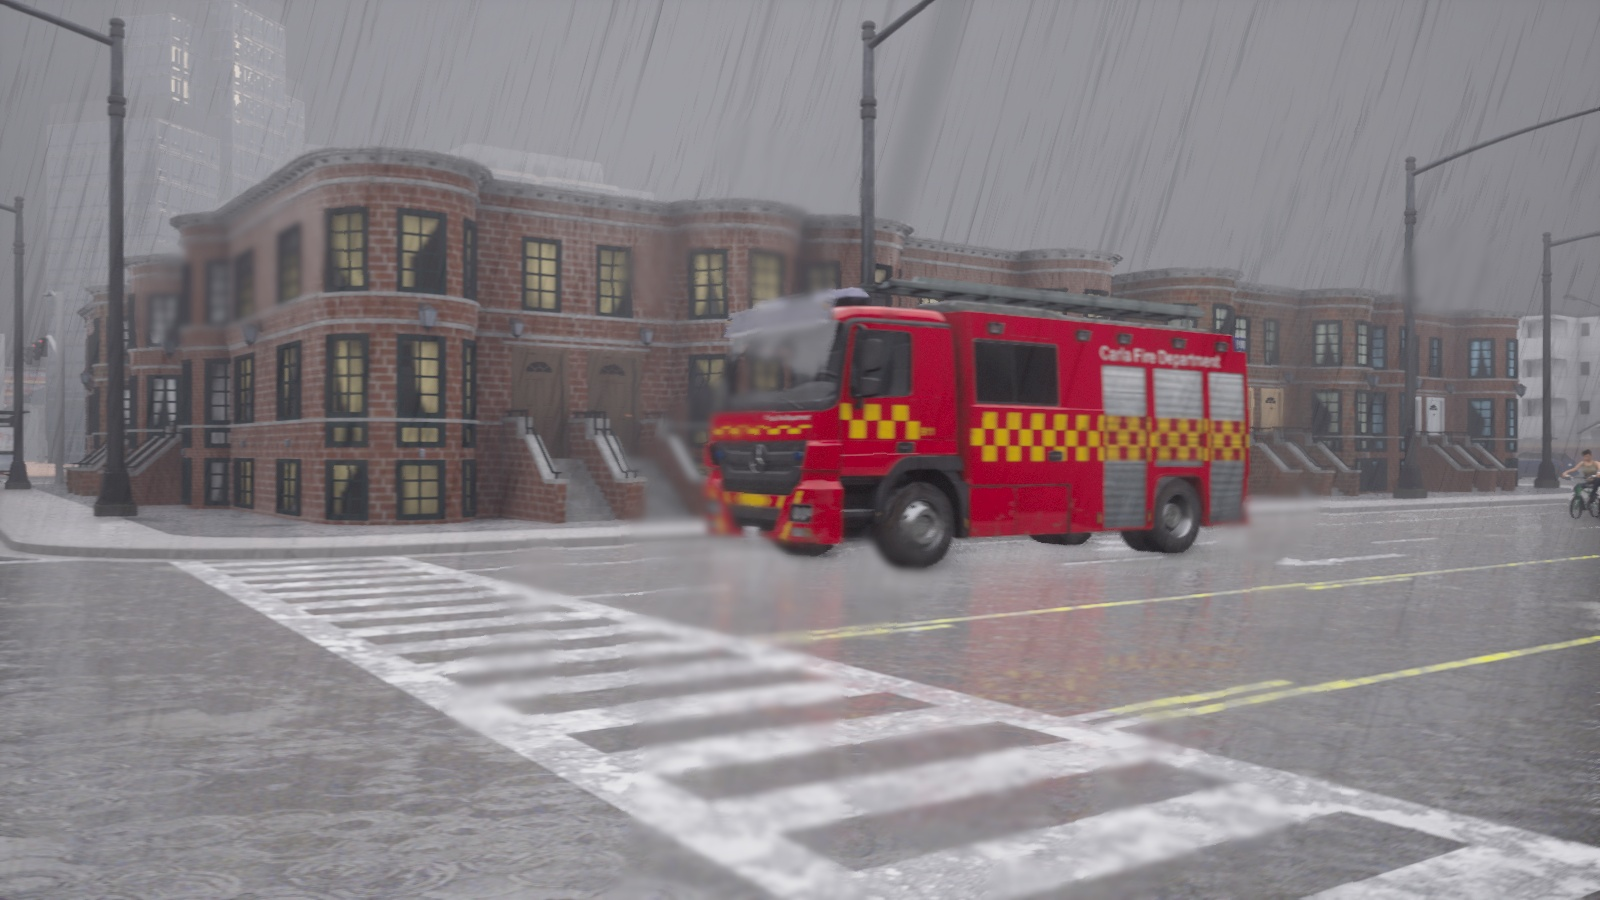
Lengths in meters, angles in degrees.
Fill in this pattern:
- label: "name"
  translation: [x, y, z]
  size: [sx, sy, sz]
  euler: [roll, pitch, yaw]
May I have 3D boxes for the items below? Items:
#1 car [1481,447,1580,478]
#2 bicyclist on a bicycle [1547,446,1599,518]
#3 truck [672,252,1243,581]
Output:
- label: "car"
  translation: [42.603, 0.693, 73.328]
  size: [2.097, 1.767, 4.553]
  euler: [0, 0, -31]
- label: "bicyclist on a bicycle"
  translation: [18.101, 0.714, 29.041]
  size: [1.509, 1.612, 0.866]
  euler: [0, 0, -35]
- label: "truck"
  translation: [2.566, -0.379, 18.241]
  size: [8.468, 3.827, 2.891]
  euler: [0, 0, -35]
